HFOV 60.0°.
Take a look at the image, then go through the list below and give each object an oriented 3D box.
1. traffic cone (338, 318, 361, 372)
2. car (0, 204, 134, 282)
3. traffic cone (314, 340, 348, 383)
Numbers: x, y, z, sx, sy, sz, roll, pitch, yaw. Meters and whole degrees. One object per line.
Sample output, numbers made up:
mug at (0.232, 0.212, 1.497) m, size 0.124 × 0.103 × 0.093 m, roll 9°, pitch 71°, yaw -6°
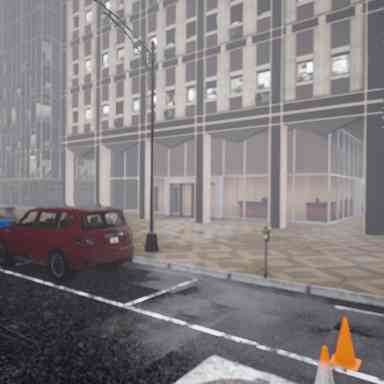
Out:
traffic cone at (2.014, 1.955, 4.381) m, size 0.340 × 0.580 × 0.340 m, roll 0°, pitch 0°, yaw 36°
car at (-3.905, 1.311, 9.876) m, size 5.009 × 1.841 × 2.192 m, roll 0°, pitch 1°, yaw 36°
traffic cone at (1.426, 1.955, 3.573) m, size 0.340 × 0.580 × 0.340 m, roll 0°, pitch 0°, yaw 36°
